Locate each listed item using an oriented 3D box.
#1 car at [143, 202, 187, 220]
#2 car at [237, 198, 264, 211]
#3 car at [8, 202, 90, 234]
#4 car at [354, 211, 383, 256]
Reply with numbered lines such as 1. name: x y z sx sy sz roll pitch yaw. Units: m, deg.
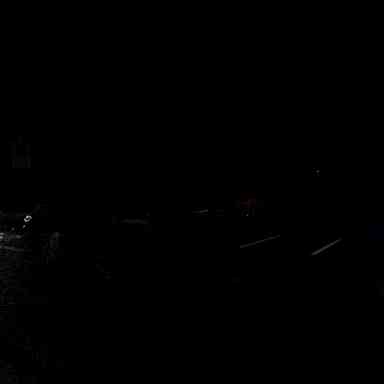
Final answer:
1. car: -2.227 1.631 29.318 1.812 1.442 4.674 0 0 35
2. car: 7.647 1.584 43.342 1.882 1.535 5.008 0 -1 35
3. car: -8.580 1.456 20.223 2.097 1.767 4.553 0 0 35
4. car: 6.889 1.395 11.712 1.845 1.501 3.633 0 0 35
